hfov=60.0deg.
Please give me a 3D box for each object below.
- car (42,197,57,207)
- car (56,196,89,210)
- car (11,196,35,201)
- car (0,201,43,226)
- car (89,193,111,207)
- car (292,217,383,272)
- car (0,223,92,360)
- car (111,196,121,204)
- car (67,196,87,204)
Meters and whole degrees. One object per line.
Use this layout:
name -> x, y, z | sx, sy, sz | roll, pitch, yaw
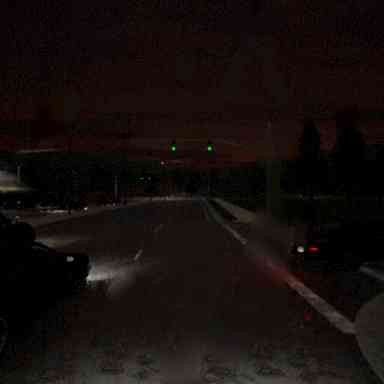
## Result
car -> -21.863, 1.560, 52.491 | 2.033, 1.411, 5.357 | 0, 0, 1
car -> -15.161, 1.573, 42.530 | 1.994, 1.385, 4.181 | 0, 0, 2
car -> -22.137, 1.364, 43.041 | 2.097, 1.767, 4.553 | 0, 0, 2
car -> -7.070, 1.355, 11.016 | 2.097, 1.767, 4.553 | 0, 0, -1
car -> -14.877, 1.231, 51.826 | 2.150, 2.045, 5.566 | 0, 0, 1
car -> 5.430, 1.524, 10.594 | 4.674, 1.442, 1.812 | 0, -2, -18
car -> -3.390, 1.549, 5.645 | 2.033, 1.411, 5.357 | 0, 0, 1
car -> -14.631, 1.501, 62.175 | 2.128, 1.511, 4.902 | 0, 0, 1
car -> -21.621, 1.491, 62.654 | 1.882, 1.535, 5.008 | 0, 0, 1
